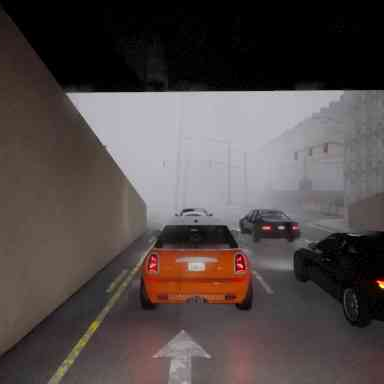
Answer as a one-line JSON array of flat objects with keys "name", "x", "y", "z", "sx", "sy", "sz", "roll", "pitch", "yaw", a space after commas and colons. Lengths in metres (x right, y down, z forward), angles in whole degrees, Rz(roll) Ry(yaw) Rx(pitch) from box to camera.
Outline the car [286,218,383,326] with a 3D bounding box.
[{"name": "car", "x": 3.584, "y": 1.526, "z": 6.914, "sx": 1.812, "sy": 1.442, "sz": 4.674, "roll": 0, "pitch": 0, "yaw": 0}]

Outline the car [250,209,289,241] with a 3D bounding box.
[{"name": "car", "x": 3.626, "y": 1.547, "z": 16.406, "sx": 2.033, "sy": 1.411, "sz": 5.357, "roll": 0, "pitch": 0, "yaw": -3}]

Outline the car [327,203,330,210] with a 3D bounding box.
[{"name": "car", "x": 17.522, "y": 1.452, "z": 38.907, "sx": 2.038, "sy": 1.542, "sz": 4.974, "roll": 0, "pitch": 0, "yaw": 45}]

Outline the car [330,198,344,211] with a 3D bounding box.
[{"name": "car", "x": 17.419, "y": 1.452, "z": 34.300, "sx": 2.038, "sy": 1.542, "sz": 4.974, "roll": 0, "pitch": 0, "yaw": -35}]

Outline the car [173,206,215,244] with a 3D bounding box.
[{"name": "car", "x": 0.093, "y": 1.526, "z": 16.735, "sx": 1.812, "sy": 1.442, "sz": 4.674, "roll": 0, "pitch": 0, "yaw": 0}]

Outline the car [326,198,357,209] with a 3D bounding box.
[{"name": "car", "x": 17.558, "y": 1.295, "z": 38.944, "sx": 1.853, "sy": 1.218, "sz": 4.536, "roll": 0, "pitch": 0, "yaw": 45}]

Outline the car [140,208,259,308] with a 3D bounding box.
[{"name": "car", "x": 0.086, "y": 1.352, "z": 8.057, "sx": 2.097, "sy": 1.767, "sz": 4.553, "roll": 0, "pitch": 0, "yaw": 0}]
